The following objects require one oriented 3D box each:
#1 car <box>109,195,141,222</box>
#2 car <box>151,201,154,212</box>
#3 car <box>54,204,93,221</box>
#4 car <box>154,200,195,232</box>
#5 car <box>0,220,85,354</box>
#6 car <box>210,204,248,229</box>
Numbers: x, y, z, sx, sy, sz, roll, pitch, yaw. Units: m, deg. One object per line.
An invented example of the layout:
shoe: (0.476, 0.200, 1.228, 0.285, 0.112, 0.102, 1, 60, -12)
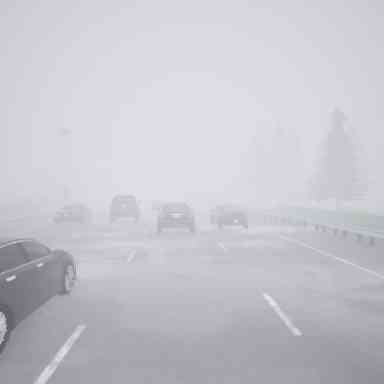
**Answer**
car: (-5.312, 1.232, 26.742, 2.150, 2.045, 5.566, 0, 0, -7)
car: (-3.822, 1.609, 39.233, 1.895, 1.301, 4.718, 0, 0, -11)
car: (-8.504, 1.564, 24.222, 2.033, 1.411, 5.357, 0, 0, -7)
car: (-1.048, 1.355, 20.175, 2.097, 1.767, 4.553, 0, 0, -5)
car: (-3.578, 1.512, 5.863, 1.837, 1.490, 4.892, 0, 0, -2)
car: (2.334, 1.522, 21.594, 1.812, 1.442, 4.674, 0, 0, -6)
